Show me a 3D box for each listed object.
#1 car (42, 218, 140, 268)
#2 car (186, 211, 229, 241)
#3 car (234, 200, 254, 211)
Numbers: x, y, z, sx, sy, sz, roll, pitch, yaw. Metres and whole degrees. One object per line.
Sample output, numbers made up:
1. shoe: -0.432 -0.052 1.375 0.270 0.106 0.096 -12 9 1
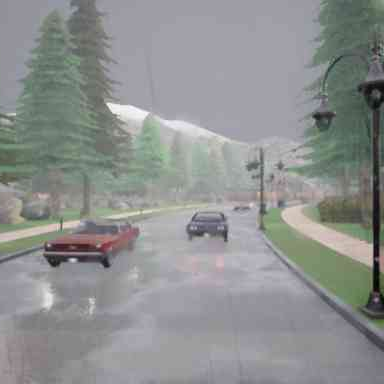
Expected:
1. car: -3.210 1.614 11.536 1.895 1.301 4.718 0 0 4
2. car: 0.914 1.621 16.859 1.895 1.301 4.718 0 0 6
3. car: 6.605 1.651 41.577 1.895 1.301 4.718 0 0 19
